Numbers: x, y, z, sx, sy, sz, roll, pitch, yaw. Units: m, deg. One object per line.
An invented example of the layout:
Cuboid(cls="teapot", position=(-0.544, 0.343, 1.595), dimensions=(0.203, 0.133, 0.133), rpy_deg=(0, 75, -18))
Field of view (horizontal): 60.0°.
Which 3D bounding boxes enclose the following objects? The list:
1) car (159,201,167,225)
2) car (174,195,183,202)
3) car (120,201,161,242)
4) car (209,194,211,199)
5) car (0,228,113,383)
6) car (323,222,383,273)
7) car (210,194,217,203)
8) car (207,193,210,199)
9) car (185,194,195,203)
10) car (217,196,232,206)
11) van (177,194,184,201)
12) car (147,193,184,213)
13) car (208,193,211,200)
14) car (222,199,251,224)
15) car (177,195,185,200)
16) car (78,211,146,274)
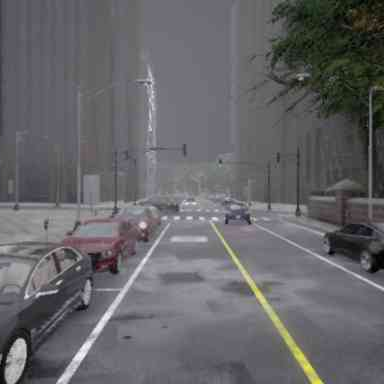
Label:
Cuboid(cls="car", position=(-2.841, 1.511, 21.278), dimensions=(1.752, 1.417, 4.829), rpy_deg=(0, 0, 0))
Cuboid(cls="car", position=(-3.017, 1.520, 74.999), dimensions=(1.752, 1.417, 4.829), rpy_deg=(0, 0, 0))
Cuboid(cls="car", position=(-2.824, 1.426, 15.992), dimensions=(1.967, 1.590, 4.097), rpy_deg=(0, 0, 0))
Cuboid(cls="car", position=(5.508, 1.573, 75.196), dimensions=(1.887, 1.381, 4.507), rpy_deg=(0, 0, 0))
Cuboid(cls="car", position=(-2.788, 1.539, 5.077), dimensions=(2.008, 1.369, 4.403), rpy_deg=(0, 0, 0))
Cuboid(cls="car", position=(5.719, 1.586, 10.564), dimensions=(1.947, 1.339, 4.313), rpy_deg=(0, 0, 0))
Cuboid(cls="car", position=(5.526, 1.577, 69.759), dimensions=(2.008, 1.369, 4.403), rpy_deg=(0, 0, 0))
Cuboid(cls="car", position=(5.472, 1.558, 86.241), dimensions=(1.752, 1.417, 4.829), rpy_deg=(0, 0, 0))
Cuboid(cls="car", position=(-0.242, 1.599, 71.443), dimensions=(1.895, 1.301, 4.718), rpy_deg=(0, 0, 0))
Cuboid(cls="car", position=(5.579, 1.462, 53.446), dimensions=(1.967, 1.590, 4.097), rpy_deg=(0, 0, 0))
Cuboid(cls="van", position=(-3.052, 1.341, 86.044), dimensions=(1.690, 1.788, 3.998), rpy_deg=(0, 0, 0))
Cuboid(cls="car", position=(-3.611, 1.235, 34.391), dimensions=(4.553, 1.767, 2.097), rpy_deg=(1, 0, 30))
Cuboid(cls="car", position=(5.490, 1.575, 80.634), dimensions=(1.887, 1.381, 4.507), rpy_deg=(0, 0, 0))
Cuboid(cls="car", position=(3.387, 1.536, 25.023), dimensions=(1.812, 1.442, 4.674), rpy_deg=(0, 0, 6))
Cuboid(cls="car", position=(-3.071, 1.553, 91.481), dimensions=(2.008, 1.369, 4.403), rpy_deg=(0, 0, 0))
Cuboid(cls="car", position=(-2.806, 1.532, 10.534), dimensions=(1.887, 1.381, 4.507), rpy_deg=(0, 0, 0))
